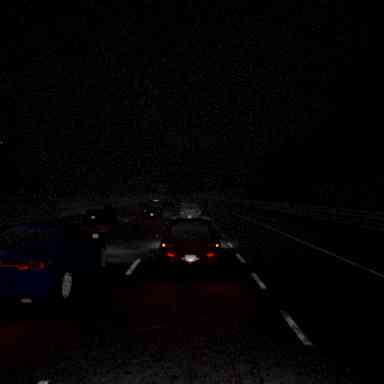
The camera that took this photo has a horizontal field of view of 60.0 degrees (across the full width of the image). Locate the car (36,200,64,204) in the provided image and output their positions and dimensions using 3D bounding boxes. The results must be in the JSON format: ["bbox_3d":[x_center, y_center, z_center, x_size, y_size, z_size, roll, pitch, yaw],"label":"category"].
[{"bbox_3d":[-17.770,1.780,43.536,2.033,1.411,5.357,0,0,0],"label":"car"}]

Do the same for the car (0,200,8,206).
[{"bbox_3d":[-24.761,1.767,43.551,2.033,1.411,5.357,0,0,0],"label":"car"}]

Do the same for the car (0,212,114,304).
[{"bbox_3d":[-3.534,1.504,8.290,1.882,1.535,5.008,0,0,0],"label":"car"}]

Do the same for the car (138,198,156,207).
[{"bbox_3d":[-7.268,1.854,52.335,1.812,1.442,4.674,0,0,0],"label":"car"}]

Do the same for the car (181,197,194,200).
[{"bbox_3d":[-0.238,1.834,46.073,2.033,1.411,5.357,0,-1,0],"label":"car"}]

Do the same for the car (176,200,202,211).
[{"bbox_3d":[-0.134,1.664,27.185,1.812,1.442,4.674,0,0,0],"label":"car"}]

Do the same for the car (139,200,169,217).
[{"bbox_3d":[-3.664,1.770,32.576,1.895,1.301,4.718,0,0,0],"label":"car"}]

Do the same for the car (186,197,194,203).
[{"bbox_3d":[-0.465,2.162,89.376,1.994,1.385,4.181,0,0,0],"label":"car"}]

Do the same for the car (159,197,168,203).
[{"bbox_3d":[-7.454,2.136,87.339,1.994,1.385,4.181,0,0,0],"label":"car"}]

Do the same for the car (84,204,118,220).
[{"bbox_3d":[-7.129,1.645,26.249,1.812,1.442,4.674,0,0,0],"label":"car"}]

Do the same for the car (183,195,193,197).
[{"bbox_3d":[-0.369,2.016,71.280,2.128,1.511,4.902,0,0,0],"label":"car"}]

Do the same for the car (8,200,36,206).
[{"bbox_3d":[-21.266,1.773,43.552,2.033,1.411,5.357,0,0,0],"label":"car"}]

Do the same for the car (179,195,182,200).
[{"bbox_3d":[-3.869,1.710,71.316,2.150,2.045,5.566,0,0,0],"label":"car"}]

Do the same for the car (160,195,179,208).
[{"bbox_3d":[-3.788,1.717,55.893,2.097,1.767,4.553,0,0,0],"label":"car"}]

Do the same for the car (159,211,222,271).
[{"bbox_3d":[-0.049,1.571,10.994,1.812,1.442,4.674,0,0,0],"label":"car"}]

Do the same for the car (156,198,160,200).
[{"bbox_3d":[-7.369,2.003,71.255,2.128,1.511,4.902,0,0,0],"label":"car"}]
